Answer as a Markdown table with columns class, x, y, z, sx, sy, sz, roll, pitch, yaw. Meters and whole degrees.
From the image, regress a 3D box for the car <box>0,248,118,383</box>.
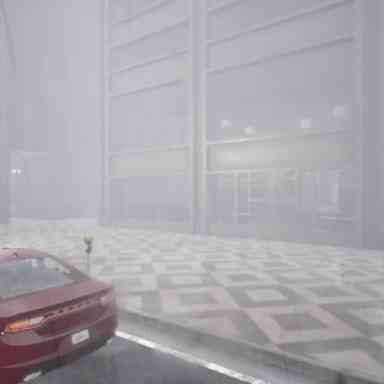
| class | x | y | z | sx | sy | sz | roll | pitch | yaw |
| --- | --- | --- | --- | --- | --- | --- | --- | --- | --- |
| car | -3.120 | 1.559 | 5.182 | 4.507 | 1.381 | 1.887 | 0 | 0 | 35 |
